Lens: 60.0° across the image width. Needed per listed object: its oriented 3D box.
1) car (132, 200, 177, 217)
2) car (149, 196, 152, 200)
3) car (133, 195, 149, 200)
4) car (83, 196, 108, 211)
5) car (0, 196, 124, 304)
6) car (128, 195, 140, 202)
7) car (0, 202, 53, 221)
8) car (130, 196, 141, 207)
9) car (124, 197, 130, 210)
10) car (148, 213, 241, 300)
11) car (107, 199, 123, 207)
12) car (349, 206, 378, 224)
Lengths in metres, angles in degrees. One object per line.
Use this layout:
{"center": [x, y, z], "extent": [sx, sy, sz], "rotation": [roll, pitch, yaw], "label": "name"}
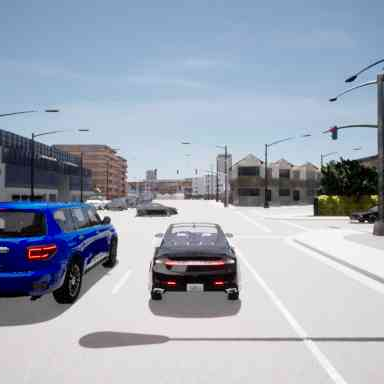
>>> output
{"center": [-3.632, 1.814, 33.676], "extent": [4.181, 1.385, 1.994], "rotation": [0, 0, -13], "label": "car"}
{"center": [-10.593, 1.736, 79.058], "extent": [2.033, 1.411, 5.357], "rotation": [0, 0, 0], "label": "car"}
{"center": [-10.581, 1.839, 68.757], "extent": [1.837, 1.490, 4.892], "rotation": [0, 1, 0], "label": "car"}
{"center": [-14.162, 1.631, 49.270], "extent": [2.150, 2.045, 5.566], "rotation": [0, -1, 0], "label": "car"}
{"center": [-3.442, 1.239, 8.343], "extent": [2.150, 2.045, 5.566], "rotation": [0, 0, 0], "label": "car"}
{"center": [-14.095, 1.542, 80.783], "extent": [2.097, 1.767, 4.553], "rotation": [0, 0, 0], "label": "car"}
{"center": [-15.268, 1.688, 30.579], "extent": [1.882, 1.535, 5.008], "rotation": [0, -1, 16], "label": "car"}
{"center": [-10.646, 1.931, 57.895], "extent": [1.837, 1.490, 4.892], "rotation": [0, 0, 0], "label": "car"}
{"center": [-10.651, 1.735, 47.264], "extent": [2.097, 1.767, 4.553], "rotation": [0, 0, 0], "label": "car"}
{"center": [0.059, 1.506, 8.387], "extent": [2.128, 1.511, 4.902], "rotation": [0, 0, 0], "label": "car"}
{"center": [-14.130, 2.012, 61.250], "extent": [1.895, 1.301, 4.718], "rotation": [0, 0, 0], "label": "car"}
{"center": [15.071, 1.686, 25.515], "extent": [5.357, 1.411, 2.033], "rotation": [0, -1, 0], "label": "car"}
